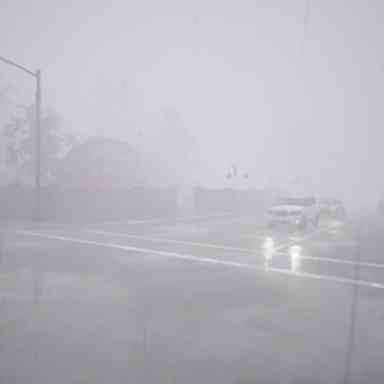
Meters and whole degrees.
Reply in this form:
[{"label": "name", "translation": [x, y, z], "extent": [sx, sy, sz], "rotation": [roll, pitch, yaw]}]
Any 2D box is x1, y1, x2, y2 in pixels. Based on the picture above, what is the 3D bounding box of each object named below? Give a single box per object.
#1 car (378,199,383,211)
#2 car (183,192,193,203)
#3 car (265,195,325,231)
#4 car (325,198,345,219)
[{"label": "car", "translation": [23.518, 1.502, 39.817], "extent": [1.882, 1.535, 5.008], "rotation": [0, 0, 34]}, {"label": "car", "translation": [-1.379, 0.787, 54.858], "extent": [4.605, 1.855, 1.932], "rotation": [0, 0, 34]}, {"label": "car", "translation": [6.532, 1.208, 21.226], "extent": [2.150, 2.045, 5.566], "rotation": [0, 0, 34]}, {"label": "car", "translation": [11.994, 1.346, 29.287], "extent": [2.097, 1.767, 4.553], "rotation": [0, 0, 34]}]
